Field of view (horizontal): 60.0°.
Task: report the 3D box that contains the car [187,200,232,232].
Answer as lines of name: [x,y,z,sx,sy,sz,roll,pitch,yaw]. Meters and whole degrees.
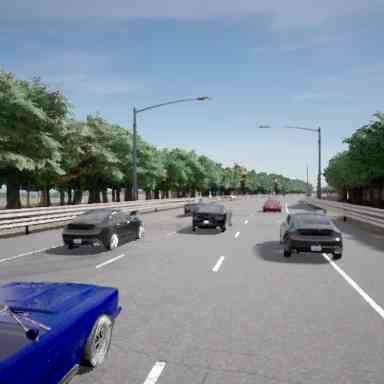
car: [1.333,1.475,20.248,1.882,1.535,5.008,0,0,13]

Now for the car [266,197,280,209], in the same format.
car: [11.591,1.531,47.489,1.812,1.442,4.674,0,0,16]

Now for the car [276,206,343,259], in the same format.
car: [4.366,1.504,12.685,1.837,1.490,4.892,0,0,12]

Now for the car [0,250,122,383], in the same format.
car: [-2.346,1.600,2.972,1.895,1.301,4.718,0,0,11]

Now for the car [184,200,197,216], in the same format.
car: [0.586,1.488,32.273,2.128,1.511,4.902,0,0,14]

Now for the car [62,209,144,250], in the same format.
car: [-3.577,1.503,14.266,1.837,1.490,4.892,0,0,12]

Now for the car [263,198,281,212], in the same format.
car: [9.127,1.563,37.749,1.994,1.385,4.181,0,0,15]
